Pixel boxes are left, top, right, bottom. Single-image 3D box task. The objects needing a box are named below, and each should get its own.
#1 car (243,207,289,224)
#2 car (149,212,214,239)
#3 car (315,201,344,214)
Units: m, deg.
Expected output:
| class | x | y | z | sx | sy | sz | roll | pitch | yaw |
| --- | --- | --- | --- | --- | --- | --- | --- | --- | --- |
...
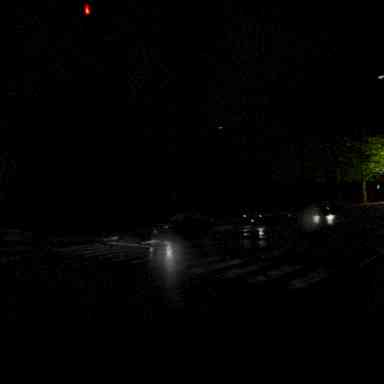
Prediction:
| class | x | y | z | sx | sy | sz | roll | pitch | yaw |
| --- | --- | --- | --- | --- | --- | --- | --- | --- | --- |
| car | 6.317 | 1.991 | 28.313 | 1.895 | 1.301 | 4.718 | -4 | -2 | 43 |
| car | -0.542 | 1.995 | 20.901 | 1.812 | 1.442 | 4.674 | -4 | -2 | 43 |
| car | 16.093 | 1.756 | 38.906 | 1.882 | 1.535 | 5.008 | -4 | -2 | 43 |
